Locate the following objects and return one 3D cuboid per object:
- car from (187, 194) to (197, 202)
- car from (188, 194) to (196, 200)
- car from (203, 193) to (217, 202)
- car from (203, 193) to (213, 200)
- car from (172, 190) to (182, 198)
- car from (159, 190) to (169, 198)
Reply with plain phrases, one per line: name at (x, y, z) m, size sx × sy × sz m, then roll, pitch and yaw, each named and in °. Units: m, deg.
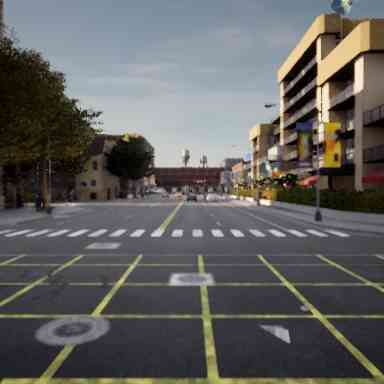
car at (0.012, 1.053, 60.831) m, size 1.837 × 1.490 × 4.892 m, roll 0°, pitch 1°, yaw 0°
car at (0.013, 1.027, 76.437) m, size 1.895 × 1.301 × 4.718 m, roll 0°, pitch 0°, yaw 0°
car at (3.512, 1.078, 60.117) m, size 1.812 × 1.442 × 4.674 m, roll 0°, pitch 1°, yaw 0°
car at (3.513, 0.972, 76.145) m, size 2.033 × 1.411 × 5.357 m, roll 0°, pitch 0°, yaw 0°
car at (-3.486, 0.822, 86.983) m, size 1.882 × 1.535 × 5.008 m, roll 0°, pitch 0°, yaw 0°
car at (-6.986, 0.844, 86.984) m, size 1.837 × 1.490 × 4.892 m, roll 0°, pitch 0°, yaw 0°
